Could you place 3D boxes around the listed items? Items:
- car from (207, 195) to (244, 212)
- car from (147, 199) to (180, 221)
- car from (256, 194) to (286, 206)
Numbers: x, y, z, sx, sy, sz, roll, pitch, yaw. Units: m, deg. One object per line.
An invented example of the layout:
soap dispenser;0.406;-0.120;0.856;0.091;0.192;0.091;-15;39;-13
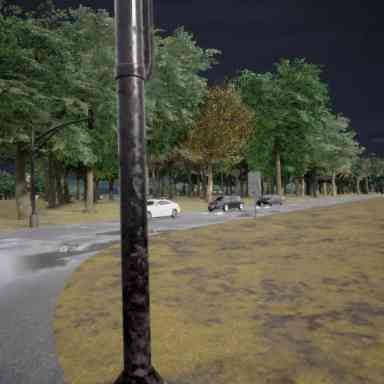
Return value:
car;3.355;1.086;32.537;1.837;1.490;4.892;-3;-1;37
car;-2.779;1.268;24.469;1.812;1.442;4.674;-3;-1;37
car;9.767;0.969;40.948;2.033;1.411;5.357;-3;-1;37
